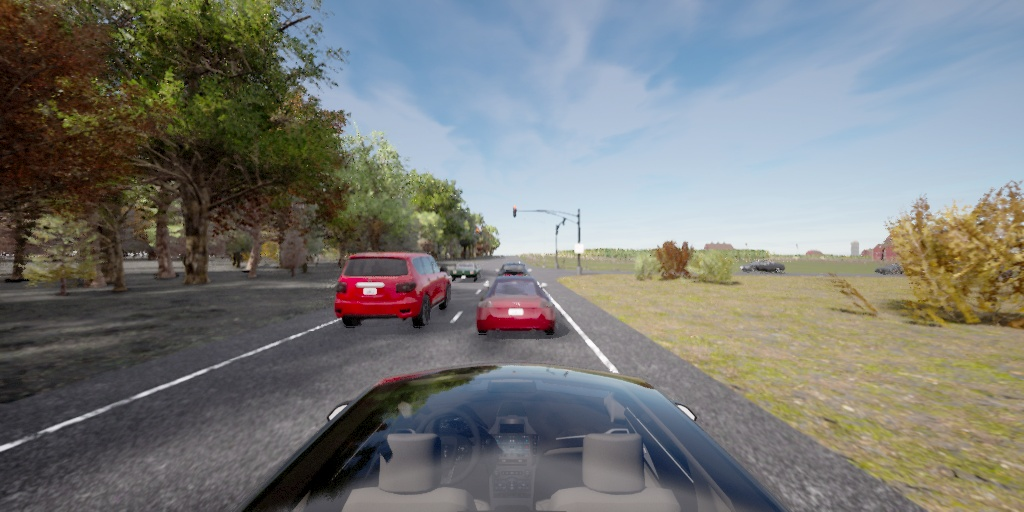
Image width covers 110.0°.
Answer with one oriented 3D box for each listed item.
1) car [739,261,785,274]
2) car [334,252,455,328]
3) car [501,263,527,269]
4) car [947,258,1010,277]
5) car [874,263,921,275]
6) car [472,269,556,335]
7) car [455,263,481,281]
[{"bbox_3d":[29.878,1.317,42.916,4.902,1.511,2.128,1,-1,0],"label":"car"},{"bbox_3d":[-3.399,0.904,11.281,2.150,2.045,5.566,0,1,0],"label":"car"},{"bbox_3d":[0.101,1.118,20.565,1.837,1.490,4.892,0,0,0],"label":"car"},{"bbox_3d":[50.700,1.243,39.224,5.566,2.045,2.150,1,-1,1],"label":"car"},{"bbox_3d":[46.061,1.567,42.815,4.181,1.385,1.994,1,-1,1],"label":"car"},{"bbox_3d":[0.097,1.252,10.317,1.994,1.385,4.181,0,0,0],"label":"car"},{"bbox_3d":[-3.394,1.164,27.311,1.895,1.301,4.718,0,0,0],"label":"car"}]
